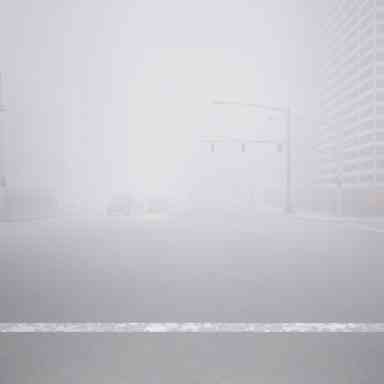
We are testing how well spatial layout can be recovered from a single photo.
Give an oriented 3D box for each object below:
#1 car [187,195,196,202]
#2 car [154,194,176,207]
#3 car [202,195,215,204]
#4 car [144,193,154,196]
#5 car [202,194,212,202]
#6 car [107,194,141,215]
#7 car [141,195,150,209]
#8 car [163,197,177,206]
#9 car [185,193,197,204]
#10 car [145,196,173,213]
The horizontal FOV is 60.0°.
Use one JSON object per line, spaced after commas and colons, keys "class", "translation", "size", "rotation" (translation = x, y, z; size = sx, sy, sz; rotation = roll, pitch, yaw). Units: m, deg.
{"class": "car", "translation": [-0.160, 1.382, 74.481], "size": [1.994, 1.385, 4.181], "rotation": [0, 0, 0]}
{"class": "car", "translation": [-3.696, 1.352, 46.730], "size": [2.097, 1.767, 4.553], "rotation": [0, 0, 0]}
{"class": "car", "translation": [3.457, 1.526, 64.730], "size": [1.812, 1.442, 4.674], "rotation": [0, 0, 0]}
{"class": "car", "translation": [-7.207, 1.222, 55.689], "size": [2.150, 2.045, 5.566], "rotation": [0, 0, 0]}
{"class": "car", "translation": [3.343, 1.355, 74.633], "size": [2.097, 1.767, 4.553], "rotation": [0, 0, 0]}
{"class": "car", "translation": [-7.157, 1.221, 34.590], "size": [2.150, 2.045, 5.566], "rotation": [0, 0, 2]}
{"class": "car", "translation": [-7.197, 1.547, 44.842], "size": [2.033, 1.411, 5.357], "rotation": [0, 0, 0]}
{"class": "car", "translation": [-3.709, 1.564, 56.543], "size": [1.994, 1.385, 4.181], "rotation": [0, 0, 0]}
{"class": "car", "translation": [-0.137, 1.221, 63.810], "size": [2.150, 2.045, 5.566], "rotation": [0, 0, 0]}
{"class": "car", "translation": [-3.681, 1.492, 37.513], "size": [2.128, 1.511, 4.902], "rotation": [0, 0, 0]}
